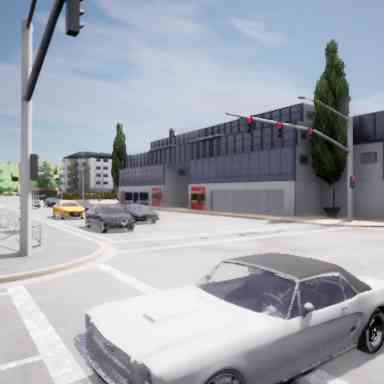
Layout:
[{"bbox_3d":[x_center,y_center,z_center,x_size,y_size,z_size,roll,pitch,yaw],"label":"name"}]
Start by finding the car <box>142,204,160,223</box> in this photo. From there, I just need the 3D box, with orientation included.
[{"bbox_3d":[-4.466,1.613,25.711,2.033,1.411,5.357,0,0,-34],"label":"car"}]

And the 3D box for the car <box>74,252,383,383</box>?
[{"bbox_3d":[0.959,1.619,4.582,4.718,1.301,1.895,0,0,-36],"label":"car"}]

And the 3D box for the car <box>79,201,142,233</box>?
[{"bbox_3d":[-5.139,1.551,20.483,1.837,1.490,4.892,0,0,-34],"label":"car"}]

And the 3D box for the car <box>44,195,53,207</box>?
[{"bbox_3d":[-21.787,1.595,51.870,1.882,1.535,5.008,0,0,-34],"label":"car"}]

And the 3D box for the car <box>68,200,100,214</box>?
[{"bbox_3d":[-12.173,1.619,37.249,2.033,1.411,5.357,0,0,-34],"label":"car"}]

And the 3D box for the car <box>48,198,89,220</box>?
[{"bbox_3d":[-10.657,1.528,28.659,1.882,1.535,5.008,0,0,-34],"label":"car"}]

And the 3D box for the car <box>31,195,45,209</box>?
[{"bbox_3d":[-22.347,1.554,46.321,2.128,1.511,4.902,0,0,-33],"label":"car"}]
